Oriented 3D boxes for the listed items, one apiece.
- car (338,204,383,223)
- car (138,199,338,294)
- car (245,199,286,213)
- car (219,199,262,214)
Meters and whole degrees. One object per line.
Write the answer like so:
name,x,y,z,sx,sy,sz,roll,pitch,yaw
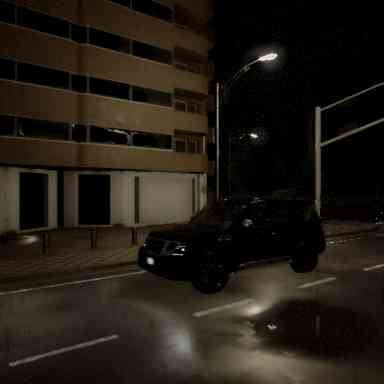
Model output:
car,12.590,1.651,26.554,1.895,1.301,4.718,0,0,-30
car,1.333,1.220,9.153,5.566,2.045,2.150,0,0,-34
car,8.469,1.577,38.795,1.812,1.442,4.674,0,0,-36
car,5.296,1.556,37.179,1.837,1.490,4.892,0,0,-36
